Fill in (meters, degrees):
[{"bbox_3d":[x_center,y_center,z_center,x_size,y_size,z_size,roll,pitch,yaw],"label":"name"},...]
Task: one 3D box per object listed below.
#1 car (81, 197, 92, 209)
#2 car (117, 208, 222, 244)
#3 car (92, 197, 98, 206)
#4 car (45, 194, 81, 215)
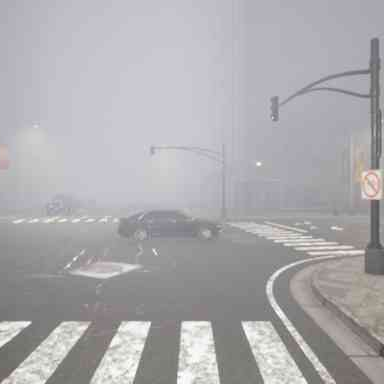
[{"bbox_3d":[-14.922,1.584,44.026,1.994,1.385,4.181,0,0,-10],"label":"car"},{"bbox_3d":[-1.025,1.505,15.584,4.892,1.490,1.837,0,0,-9],"label":"car"},{"bbox_3d":[-16.529,1.507,54.058,1.882,1.535,5.008,0,0,-9],"label":"car"},{"bbox_3d":[-13.313,1.233,34.167,2.150,2.045,5.566,0,0,-10],"label":"car"}]
